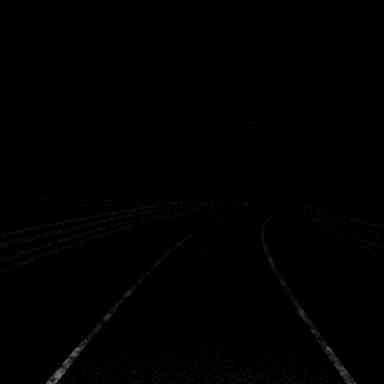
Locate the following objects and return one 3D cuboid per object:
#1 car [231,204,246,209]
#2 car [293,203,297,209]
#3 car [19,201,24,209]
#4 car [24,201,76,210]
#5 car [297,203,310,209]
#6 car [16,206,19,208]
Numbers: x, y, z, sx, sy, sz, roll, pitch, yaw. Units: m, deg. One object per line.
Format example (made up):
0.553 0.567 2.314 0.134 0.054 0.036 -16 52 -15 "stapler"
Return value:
10.657 3.124 77.566 4.892 1.490 1.837 3 -3 -44 "car"
29.284 3.759 90.487 5.008 1.535 1.882 3 -3 -44 "car"
-19.691 1.504 43.808 4.674 1.442 1.812 3 -3 -44 "car"
-17.275 1.421 41.277 5.357 1.411 2.033 3 -3 -44 "car"
29.958 3.603 86.296 4.674 1.442 1.812 3 -3 -44 "car"
-22.107 1.631 46.337 4.181 1.385 1.994 3 -3 -44 "car"
